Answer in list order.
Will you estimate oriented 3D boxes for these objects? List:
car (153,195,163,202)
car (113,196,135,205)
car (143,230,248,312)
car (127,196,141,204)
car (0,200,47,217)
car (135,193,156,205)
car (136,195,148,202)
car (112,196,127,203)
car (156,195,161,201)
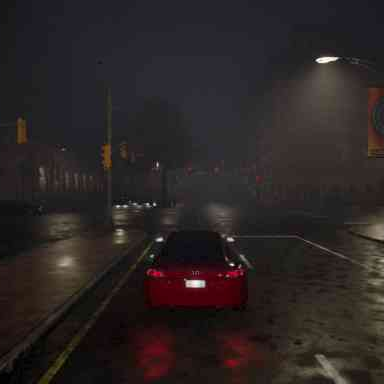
[{"bbox_3d":[-8.031,1.500,78.654,1.837,1.490,4.892,0,0,0],"label":"car"},{"bbox_3d":[-11.605,1.564,56.937,1.994,1.385,4.181,0,0,0],"label":"car"},{"bbox_3d":[0.072,1.564,7.787,1.994,1.385,4.181,0,0,0],"label":"car"},{"bbox_3d":[-11.553,1.564,66.231,1.994,1.385,4.181,0,0,0],"label":"car"},{"bbox_3d":[-16.061,1.505,30.851,4.892,1.490,1.837,0,0,0],"label":"car"},{"bbox_3d":[-8.103,1.221,58.651,2.150,2.045,5.566,0,0,0],"label":"car"},{"bbox_3d":[-11.531,1.478,76.649,1.882,1.535,5.008,0,0,0],"label":"car"},{"bbox_3d":[-14.776,1.595,67.893,1.895,1.301,4.718,0,0,0],"label":"car"},{"bbox_3d":[-8.032,1.601,68.450,1.895,1.301,4.718,0,0,0],"label":"car"}]
